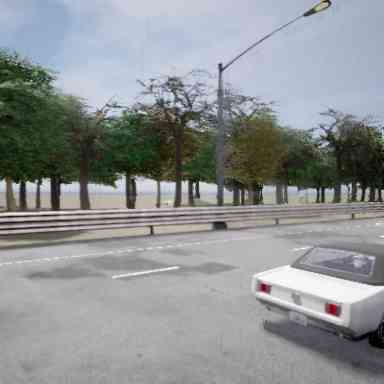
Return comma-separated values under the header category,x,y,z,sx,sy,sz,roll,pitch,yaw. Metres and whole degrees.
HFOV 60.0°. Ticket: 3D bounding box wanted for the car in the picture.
category,x,y,z,sx,sy,sz,roll,pitch,yaw
car,3.418,1.628,6.306,4.718,1.301,1.895,0,0,-35
